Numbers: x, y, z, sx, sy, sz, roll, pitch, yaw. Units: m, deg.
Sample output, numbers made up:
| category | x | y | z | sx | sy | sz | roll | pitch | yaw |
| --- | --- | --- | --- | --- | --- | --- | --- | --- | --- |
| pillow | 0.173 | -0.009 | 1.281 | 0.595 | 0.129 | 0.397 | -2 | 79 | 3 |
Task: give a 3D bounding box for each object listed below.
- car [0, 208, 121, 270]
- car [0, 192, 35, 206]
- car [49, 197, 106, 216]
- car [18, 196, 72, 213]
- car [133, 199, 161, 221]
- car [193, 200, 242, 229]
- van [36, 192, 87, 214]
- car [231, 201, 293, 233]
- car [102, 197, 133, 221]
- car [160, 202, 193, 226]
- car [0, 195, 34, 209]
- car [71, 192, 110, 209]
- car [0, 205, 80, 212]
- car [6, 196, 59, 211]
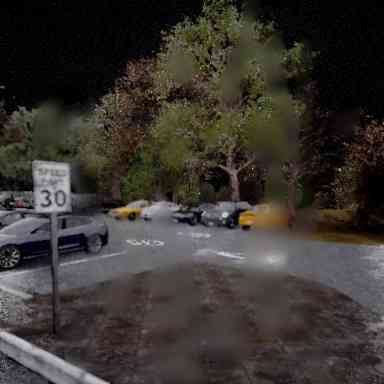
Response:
| category | x | y | z | sx | sy | sz | roll | pitch | yaw |
| --- | --- | --- | --- | --- | --- | --- | --- | --- | --- |
| car | -5.144 | 1.540 | 11.558 | 2.163 | 1.488 | 4.792 | 1 | 1 | 36 |
| car | -9.601 | 1.190 | 14.864 | 2.435 | 2.045 | 5.566 | 1 | 1 | 36 |
| car | -10.907 | 1.327 | 31.906 | 2.163 | 1.488 | 4.792 | 1 | 1 | 36 |
| car | -15.457 | 1.266 | 35.280 | 2.163 | 1.488 | 4.792 | 1 | 0 | 36 |
| car | -1.927 | 1.474 | 25.418 | 2.002 | 1.452 | 4.674 | 1 | 1 | 36 |
| car | 2.477 | 1.375 | 22.263 | 2.185 | 1.767 | 4.553 | 1 | 1 | 36 |
| van | -13.161 | 1.039 | 33.721 | 1.878 | 1.987 | 4.442 | 1 | 0 | 36 |
| car | 4.697 | 1.535 | 20.606 | 2.097 | 1.535 | 5.008 | 1 | 1 | 36 |
| car | -4.276 | 1.397 | 26.897 | 1.946 | 1.575 | 5.366 | 1 | 1 | 36 |
| car | 0.299 | 1.498 | 23.769 | 2.163 | 1.488 | 4.792 | 1 | 1 | 36 |
| car | -22.088 | 1.186 | 40.065 | 2.097 | 1.535 | 5.008 | 0 | 0 | 36 |
| car | -8.630 | 1.081 | 30.323 | 2.435 | 2.045 | 5.566 | 1 | 1 | 36 |
| car | -7.370 | 1.476 | 13.216 | 2.097 | 1.535 | 5.008 | 1 | 1 | 36 |
| car | -17.593 | 1.245 | 36.831 | 2.163 | 1.488 | 4.792 | 0 | 0 | 36 |
